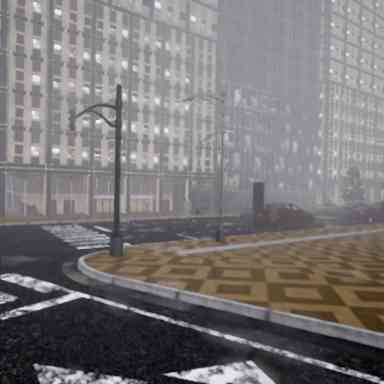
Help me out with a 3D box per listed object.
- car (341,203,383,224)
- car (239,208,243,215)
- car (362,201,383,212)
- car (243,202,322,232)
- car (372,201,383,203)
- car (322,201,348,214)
[{"bbox_3d":[15.753,1.981,29.688,4.507,1.381,1.887,1,1,-34],"label":"car"},{"bbox_3d":[6.633,1.742,33.008,4.403,1.369,2.008,1,1,-34],"label":"car"},{"bbox_3d":[25.373,1.955,45.775,4.206,1.307,1.802,1,1,-34],"label":"car"},{"bbox_3d":[6.388,1.660,23.301,5.009,1.841,2.192,1,1,-34],"label":"car"},{"bbox_3d":[20.443,1.796,32.875,5.009,1.841,2.192,1,1,-34],"label":"car"},{"bbox_3d":[15.863,1.806,39.295,4.829,1.417,1.752,1,1,-34],"label":"car"}]
